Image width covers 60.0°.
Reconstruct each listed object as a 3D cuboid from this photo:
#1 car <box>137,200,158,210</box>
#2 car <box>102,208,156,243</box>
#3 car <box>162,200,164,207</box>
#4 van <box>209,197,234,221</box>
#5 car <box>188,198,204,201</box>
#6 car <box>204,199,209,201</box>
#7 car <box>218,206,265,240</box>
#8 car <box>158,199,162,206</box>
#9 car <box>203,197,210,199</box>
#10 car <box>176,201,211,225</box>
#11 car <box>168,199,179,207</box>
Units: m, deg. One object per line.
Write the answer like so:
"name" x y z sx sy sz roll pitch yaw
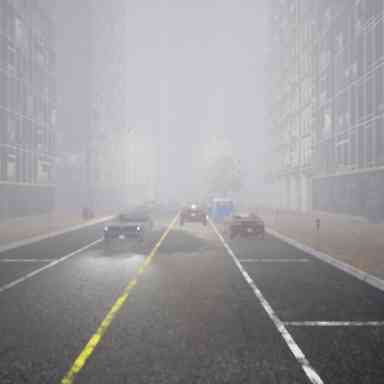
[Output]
"car" -5.694 1.799 40.532 2.008 1.369 4.403 0 0 0
"car" -3.103 1.713 16.971 1.895 1.301 4.718 0 0 0
"car" -5.696 1.861 57.453 1.752 1.417 4.829 0 0 0
"van" 2.688 1.526 29.137 1.690 1.788 3.998 0 0 0
"car" 0.093 1.761 42.353 2.163 1.488 4.792 0 0 0
"car" 2.686 1.830 40.533 1.802 1.307 4.206 0 0 0
"car" 2.689 1.662 17.743 1.887 1.381 4.507 0 0 0
"car" -5.695 1.845 46.228 1.947 1.339 4.313 0 0 0
"car" 2.684 1.874 51.927 1.947 1.339 4.313 0 0 0
"car" 0.096 1.670 25.889 2.163 1.488 4.792 0 0 0
"car" -3.065 1.861 57.412 1.812 1.442 4.674 0 0 0
